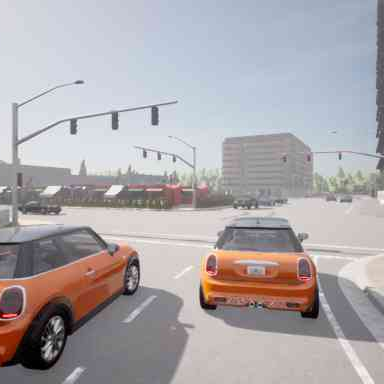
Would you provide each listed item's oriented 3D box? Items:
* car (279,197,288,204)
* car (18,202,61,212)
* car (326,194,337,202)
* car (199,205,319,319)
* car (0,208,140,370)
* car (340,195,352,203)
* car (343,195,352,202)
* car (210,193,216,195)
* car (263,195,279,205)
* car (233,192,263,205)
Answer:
[{"bbox_3d":[16.503,1.601,62.183,1.895,1.301,4.718,0,0,28],"label":"car"},{"bbox_3d":[-15.694,1.656,34.351,4.718,1.301,1.895,0,0,28],"label":"car"},{"bbox_3d":[33.309,1.355,79.361,2.097,1.767,4.553,0,0,27],"label":"car"},{"bbox_3d":[1.594,1.352,7.730,2.097,1.767,4.553,0,0,14],"label":"car"},{"bbox_3d":[-2.517,1.352,6.008,2.097,1.767,4.553,0,0,9],"label":"car"},{"bbox_3d":[31.886,1.595,68.980,1.895,1.301,4.718,0,0,27],"label":"car"},{"bbox_3d":[36.450,1.500,77.816,1.837,1.490,4.892,0,0,27],"label":"car"},{"bbox_3d":[4.794,1.209,86.873,4.605,1.855,1.932,0,0,28],"label":"car"},{"bbox_3d":[11.887,1.352,53.336,2.097,1.767,4.553,0,0,27],"label":"car"},{"bbox_3d":[7.304,1.221,44.482,2.150,2.045,5.566,0,0,27],"label":"car"}]
